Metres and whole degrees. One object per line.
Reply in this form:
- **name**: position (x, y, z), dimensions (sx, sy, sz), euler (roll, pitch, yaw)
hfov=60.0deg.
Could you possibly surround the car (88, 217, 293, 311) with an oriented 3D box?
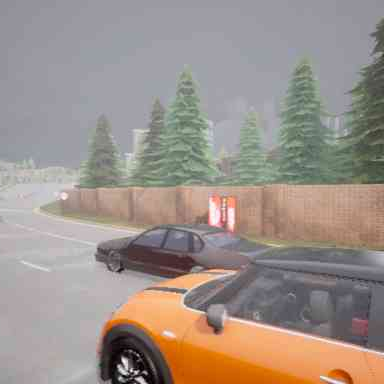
- **car**: position (-0.311, 1.547, 8.799), dimensions (5.357, 1.411, 2.033), euler (0, 0, 39)

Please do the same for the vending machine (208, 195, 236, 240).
- **vending machine**: position (1.481, 1.195, 16.321), dimensions (0.880, 2.100, 1.100), euler (0, 0, 42)

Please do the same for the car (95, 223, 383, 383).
- **car**: position (1.137, 1.352, 3.355), dimensions (4.553, 1.767, 2.097), euler (0, 0, 36)
